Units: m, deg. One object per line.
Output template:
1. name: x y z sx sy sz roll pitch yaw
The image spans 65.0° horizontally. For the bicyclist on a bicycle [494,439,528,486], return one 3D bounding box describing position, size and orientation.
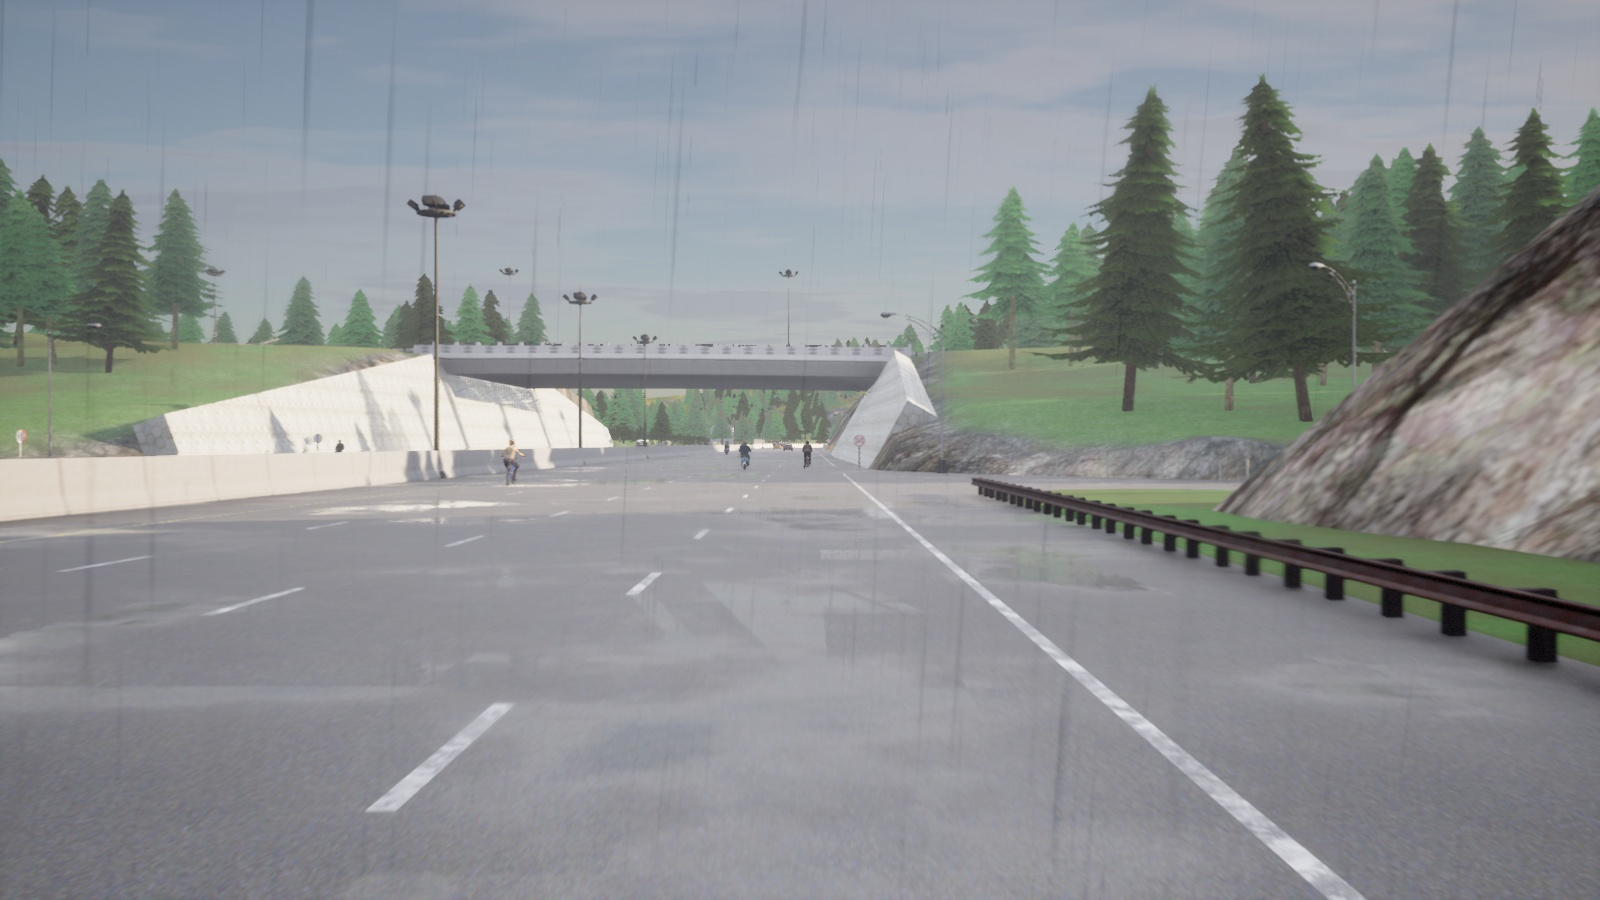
1. bicyclist on a bicycle: -10.227 0.432 44.447 0.866 1.612 1.509 0 0 0
